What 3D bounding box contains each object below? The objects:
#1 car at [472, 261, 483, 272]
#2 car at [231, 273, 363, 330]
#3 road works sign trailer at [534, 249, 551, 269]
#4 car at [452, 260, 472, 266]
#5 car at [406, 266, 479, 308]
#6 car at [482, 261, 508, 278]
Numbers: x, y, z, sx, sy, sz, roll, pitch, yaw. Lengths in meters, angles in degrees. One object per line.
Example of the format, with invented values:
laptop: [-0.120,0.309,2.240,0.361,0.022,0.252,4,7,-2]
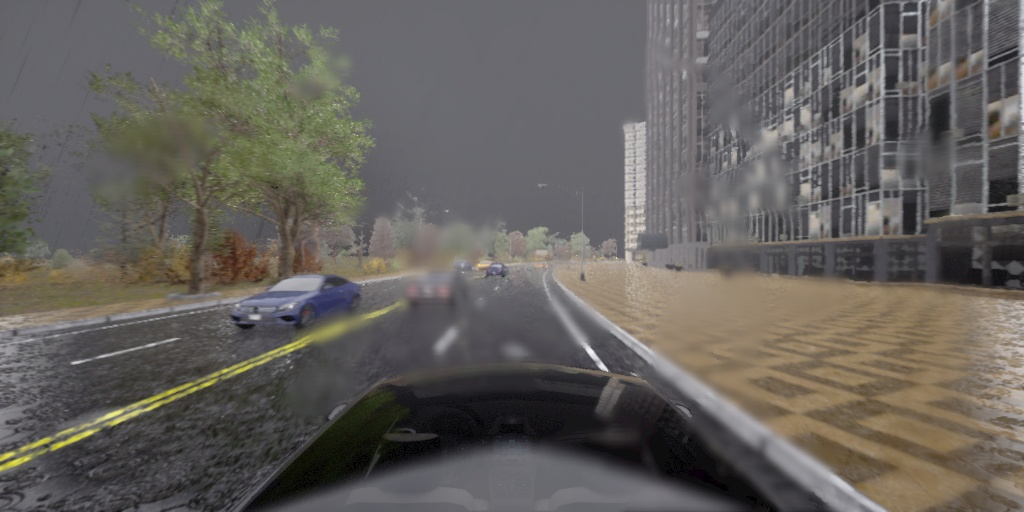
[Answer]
car: [-3.545,1.414,48.588,1.882,1.535,5.008,0,0,8]
car: [-6.408,1.293,11.376,1.812,1.442,4.674,0,0,2]
road works sign trailer: [5.253,0.503,63.516,2.380,3.560,2.880,0,0,11]
car: [-6.790,1.276,48.806,2.097,1.767,4.553,0,0,8]
car: [-2.953,1.346,15.588,2.033,1.411,5.357,0,0,3]
car: [-1.483,1.418,36.374,1.812,1.442,4.674,0,0,6]
